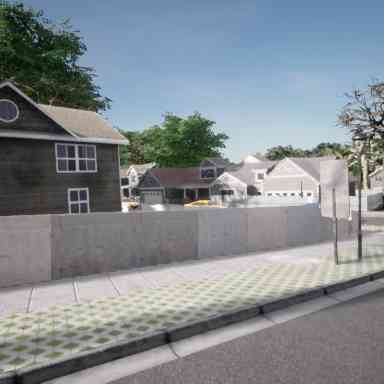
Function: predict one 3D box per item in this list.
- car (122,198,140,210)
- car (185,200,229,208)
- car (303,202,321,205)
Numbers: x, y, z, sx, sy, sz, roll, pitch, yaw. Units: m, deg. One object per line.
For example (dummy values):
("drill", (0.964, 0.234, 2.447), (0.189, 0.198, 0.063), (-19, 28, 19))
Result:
("car", (-8.716, 1.566, 43.276), (1.882, 1.535, 5.008), (-4, 4, -43))
("car", (1.503, 1.603, 33.543), (5.008, 1.535, 1.882), (0, 3, 41))
("car", (10.224, 1.608, 26.608), (5.008, 1.535, 1.882), (0, 3, 37))
